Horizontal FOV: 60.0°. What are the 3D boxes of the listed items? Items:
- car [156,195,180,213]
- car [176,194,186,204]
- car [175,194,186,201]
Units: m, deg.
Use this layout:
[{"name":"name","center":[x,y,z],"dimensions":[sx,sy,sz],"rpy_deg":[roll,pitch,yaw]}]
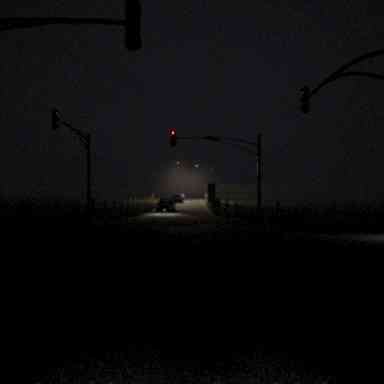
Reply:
[{"name":"car","center":[-2.639,1.329,34.600],"dimensions":[2.033,1.411,5.357],"rpy_deg":[0,0,0]},{"name":"car","center":[-2.430,1.173,52.982],"dimensions":[1.837,1.490,4.892],"rpy_deg":[0,0,1]},{"name":"car","center":[-2.247,1.101,68.662],"dimensions":[2.033,1.411,5.357],"rpy_deg":[0,0,1]}]
